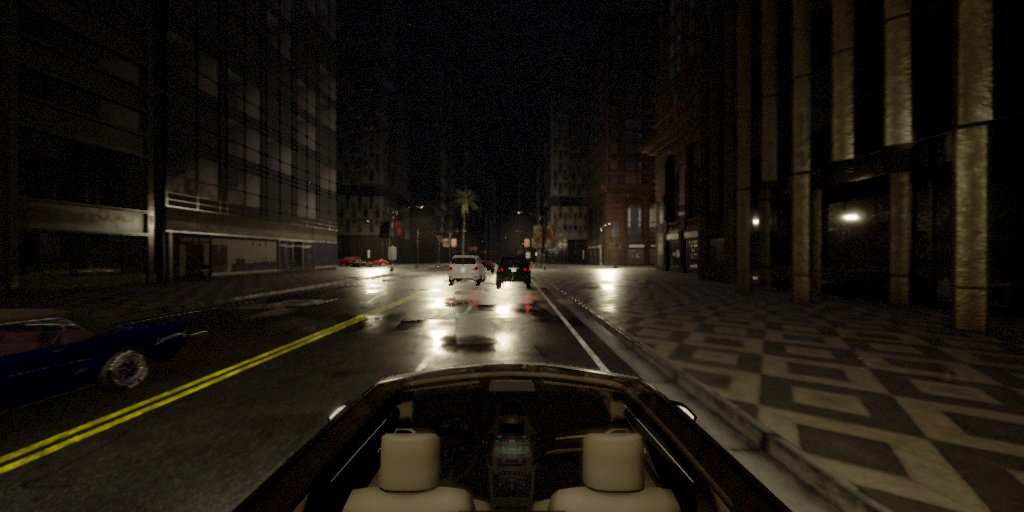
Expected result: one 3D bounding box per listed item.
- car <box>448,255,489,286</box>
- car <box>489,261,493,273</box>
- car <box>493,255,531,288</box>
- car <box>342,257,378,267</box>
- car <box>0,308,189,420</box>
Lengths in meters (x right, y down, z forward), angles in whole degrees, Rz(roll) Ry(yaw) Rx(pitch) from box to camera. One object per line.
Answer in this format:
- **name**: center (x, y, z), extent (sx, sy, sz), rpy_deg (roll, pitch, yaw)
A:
- **car**: center (-3.143, 0.966, 25.719), extent (2.150, 2.045, 5.566), rpy_deg (0, 0, 0)
- **car**: center (-3.136, 1.280, 44.560), extent (1.812, 1.442, 4.674), rpy_deg (0, 0, 0)
- **car**: center (0.107, 0.966, 24.054), extent (2.150, 2.045, 5.566), rpy_deg (0, 0, 0)
- **car**: center (-24.919, 1.290, 58.808), extent (4.313, 1.339, 1.948), rpy_deg (0, 0, -1)
- **car**: center (-6.570, 1.351, 3.966), extent (1.895, 1.301, 4.718), rpy_deg (0, 0, 0)
